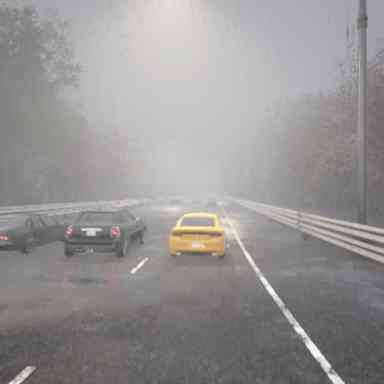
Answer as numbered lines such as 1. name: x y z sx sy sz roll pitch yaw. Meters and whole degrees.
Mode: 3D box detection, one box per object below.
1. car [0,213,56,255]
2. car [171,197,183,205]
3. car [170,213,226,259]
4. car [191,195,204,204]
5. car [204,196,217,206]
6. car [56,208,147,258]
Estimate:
1. car: -6.681 1.577 13.503 2.033 1.411 5.357 0 0 4
2. car: -2.979 1.818 66.682 1.882 1.535 5.008 0 0 4
3. car: 0.304 1.560 13.035 1.882 1.535 5.008 0 0 4
4. car: 1.189 1.970 76.170 1.994 1.385 4.181 0 0 4
5. car: 3.707 1.918 61.964 2.033 1.411 5.357 0 0 4
6. car: -3.196 1.407 13.173 2.097 1.767 4.553 0 0 4
